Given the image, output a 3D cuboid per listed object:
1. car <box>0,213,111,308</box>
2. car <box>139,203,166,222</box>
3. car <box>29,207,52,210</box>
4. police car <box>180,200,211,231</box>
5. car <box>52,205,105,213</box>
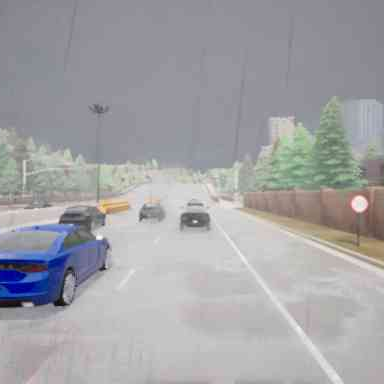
[{"bbox_3d":[-3.370,1.510,8.072,1.882,1.535,5.008,0,-1,0],"label":"car"},{"bbox_3d":[-3.262,1.638,27.994,2.128,1.511,4.902,0,0,0],"label":"car"},{"bbox_3d":[-17.306,1.743,37.948,1.994,1.385,4.181,0,0,0],"label":"car"},{"bbox_3d":[0.204,1.554,22.062,1.930,1.638,5.238,0,0,0],"label":"police car"},{"bbox_3d":[-6.800,1.597,21.212,1.837,1.490,4.892,0,-1,0],"label":"car"}]
